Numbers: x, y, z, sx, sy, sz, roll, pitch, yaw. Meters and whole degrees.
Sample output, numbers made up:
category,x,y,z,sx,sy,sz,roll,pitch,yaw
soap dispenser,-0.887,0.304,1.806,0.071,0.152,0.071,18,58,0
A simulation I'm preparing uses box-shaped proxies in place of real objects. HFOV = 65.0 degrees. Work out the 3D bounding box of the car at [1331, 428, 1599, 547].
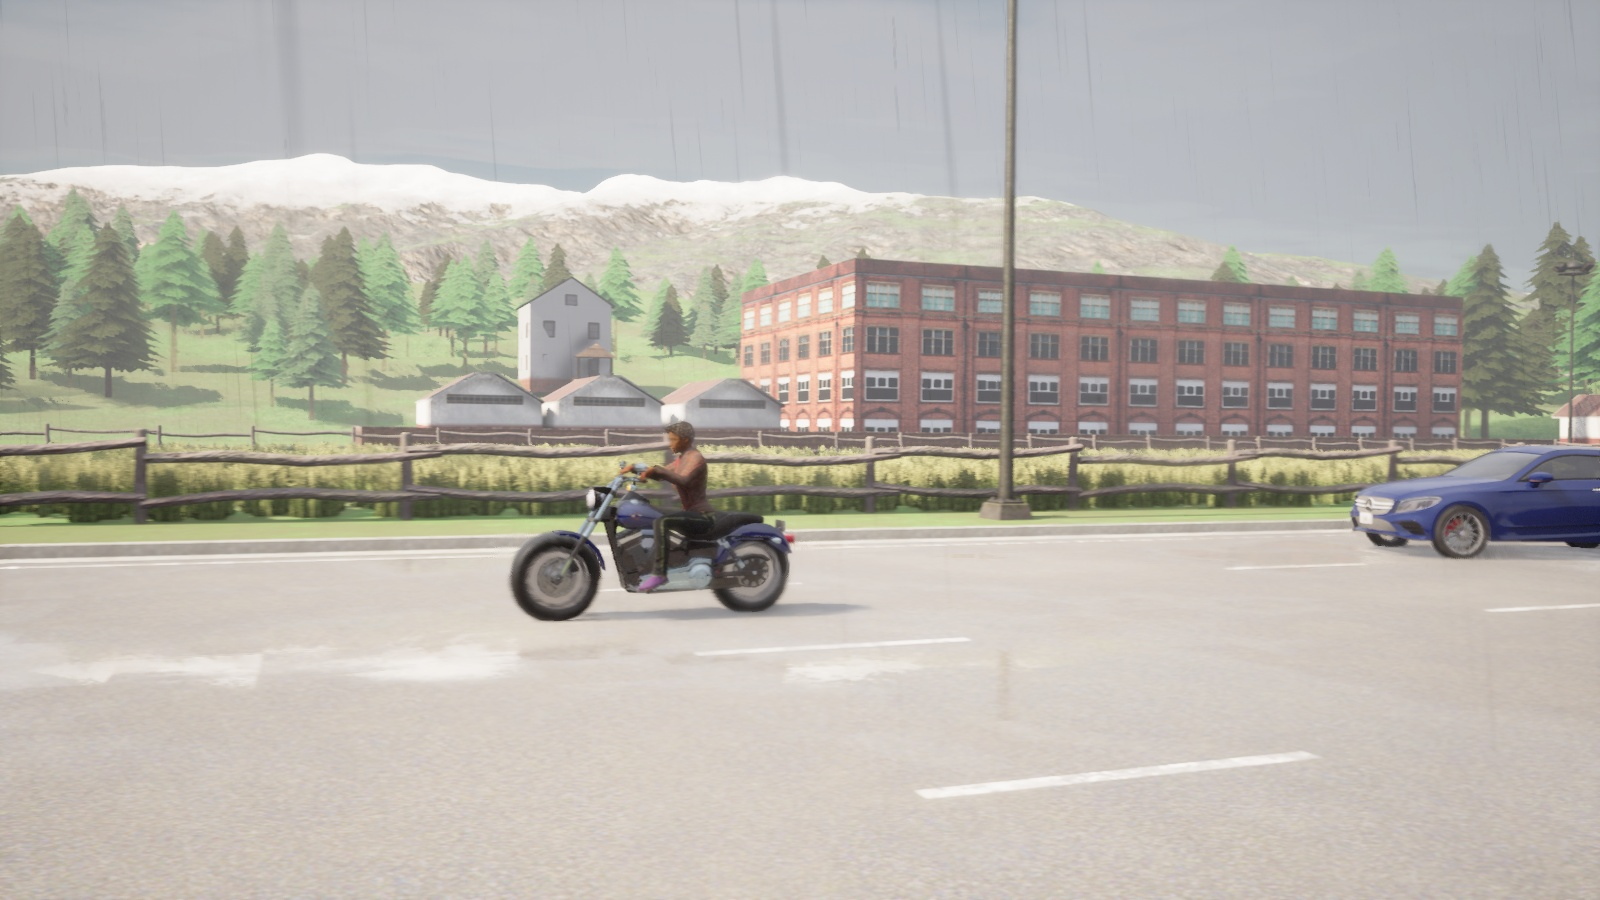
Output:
category,x,y,z,sx,sy,sz,roll,pitch,yaw
car,9.803,0.449,16.776,4.674,1.442,1.812,-1,1,-5

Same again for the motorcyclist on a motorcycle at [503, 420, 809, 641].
category,x,y,z,sx,sy,sz,roll,pitch,yaw
motorcyclist on a motorcycle,-1.172,0.595,10.284,2.350,1.649,0.766,-1,1,-21
